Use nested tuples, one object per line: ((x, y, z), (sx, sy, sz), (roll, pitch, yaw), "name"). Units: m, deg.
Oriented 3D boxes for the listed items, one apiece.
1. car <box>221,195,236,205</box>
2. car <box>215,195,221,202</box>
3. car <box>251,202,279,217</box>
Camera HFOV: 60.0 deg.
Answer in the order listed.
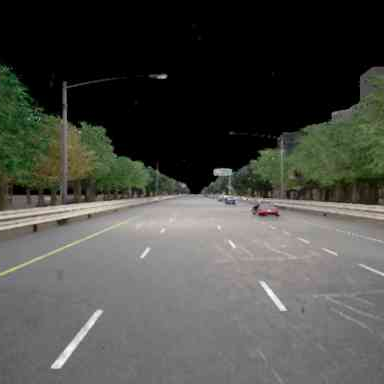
((7.219, 1.776, 63.960), (1.812, 1.442, 4.674), (0, 0, 0), "car")
((7.388, 1.943, 85.097), (1.895, 1.301, 4.718), (0, 0, 1), "car")
((7.055, 1.673, 32.392), (1.994, 1.385, 4.181), (0, 0, 0), "car")
